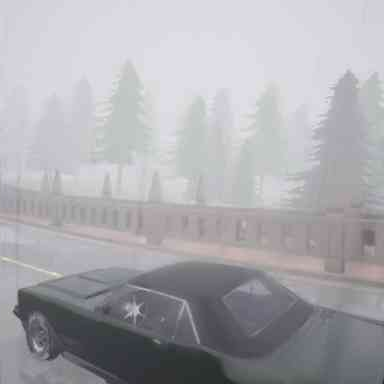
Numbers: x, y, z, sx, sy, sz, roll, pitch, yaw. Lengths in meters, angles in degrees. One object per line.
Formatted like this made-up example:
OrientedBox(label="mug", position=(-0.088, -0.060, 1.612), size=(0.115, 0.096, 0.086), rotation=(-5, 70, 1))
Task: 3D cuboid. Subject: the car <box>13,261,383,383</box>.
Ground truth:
OrientedBox(label="car", position=(-0.224, 1.578, 4.153), size=(4.718, 1.301, 1.895), rotation=(1, 0, 35))
